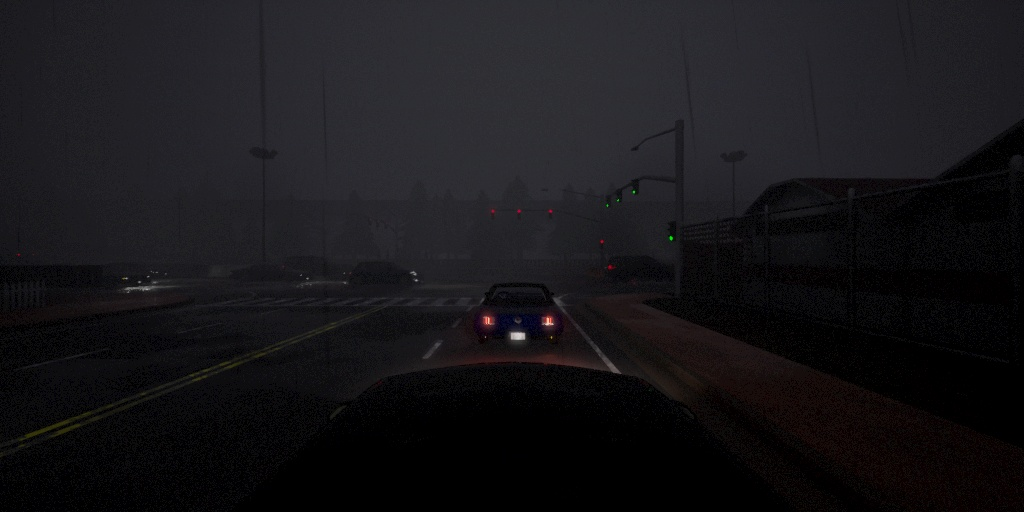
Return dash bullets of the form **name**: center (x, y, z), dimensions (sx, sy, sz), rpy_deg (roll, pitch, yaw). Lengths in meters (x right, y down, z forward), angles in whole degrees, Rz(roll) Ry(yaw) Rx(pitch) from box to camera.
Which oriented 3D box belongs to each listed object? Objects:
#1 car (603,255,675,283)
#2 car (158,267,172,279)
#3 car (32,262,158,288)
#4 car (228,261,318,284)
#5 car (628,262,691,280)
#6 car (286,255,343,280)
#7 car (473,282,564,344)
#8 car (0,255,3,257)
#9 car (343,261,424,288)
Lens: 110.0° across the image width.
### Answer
- **car**: center (9.788, 0.973, 27.250), dimensions (5.566, 2.045, 2.150), rpy_deg (0, 0, -1)
- **car**: center (-31.508, 1.235, 30.068), dimensions (4.892, 1.490, 1.837), rpy_deg (1, 0, -1)
- **car**: center (-26.747, 1.291, 23.140), dimensions (5.357, 1.411, 2.033), rpy_deg (0, 0, -1)
- **car**: center (-17.961, 1.297, 26.788), dimensions (5.357, 1.411, 2.033), rpy_deg (0, 0, -1)
- **car**: center (12.621, 1.275, 30.801), dimensions (4.674, 1.442, 1.812), rpy_deg (0, 0, -1)
- **car**: center (-16.330, 0.972, 30.315), dimensions (5.566, 2.045, 2.150), rpy_deg (0, 0, -1)
- **car**: center (0.193, 1.351, 9.541), dimensions (1.895, 1.301, 4.718), rpy_deg (0, 0, 2)
- **car**: center (-46.772, 0.622, 29.858), dimensions (5.357, 1.411, 2.033), rpy_deg (4, 0, 0)
- **car**: center (-8.139, 1.102, 23.451), dimensions (4.553, 1.767, 2.097), rpy_deg (0, 0, -1)
